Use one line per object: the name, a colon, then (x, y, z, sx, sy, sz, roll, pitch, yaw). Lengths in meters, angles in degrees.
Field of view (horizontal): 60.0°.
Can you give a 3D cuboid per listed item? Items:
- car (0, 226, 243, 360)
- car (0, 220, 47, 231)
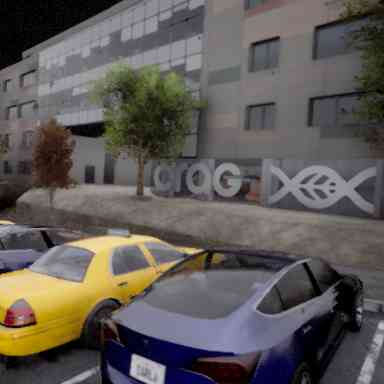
car: (-1.192, 1.466, 6.360, 1.946, 1.575, 5.366, 0, 0, 35)
car: (-3.558, 1.492, 7.855, 2.163, 1.488, 4.792, 0, 0, 36)
